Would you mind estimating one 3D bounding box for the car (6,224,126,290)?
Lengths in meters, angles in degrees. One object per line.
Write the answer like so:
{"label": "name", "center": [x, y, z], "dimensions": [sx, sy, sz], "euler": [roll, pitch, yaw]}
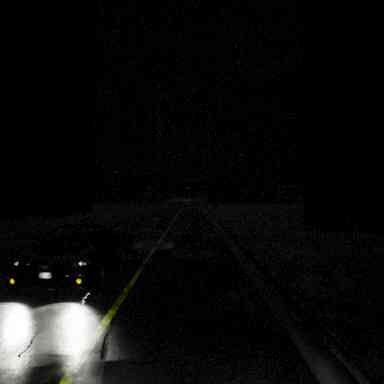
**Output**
{"label": "car", "center": [-3.099, 1.575, 9.008], "dimensions": [1.994, 1.385, 4.181], "euler": [0, 0, 0]}
